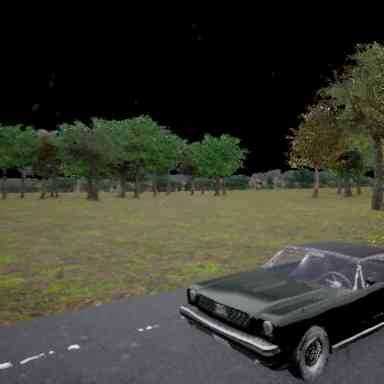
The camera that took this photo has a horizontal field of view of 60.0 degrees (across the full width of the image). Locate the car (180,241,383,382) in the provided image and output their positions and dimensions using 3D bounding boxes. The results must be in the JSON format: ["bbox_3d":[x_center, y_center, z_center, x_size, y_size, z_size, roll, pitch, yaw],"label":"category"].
[{"bbox_3d":[2.170,1.576,5.535,4.718,1.301,1.895,0,0,-35],"label":"car"}]
